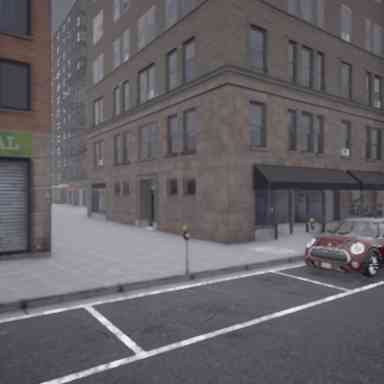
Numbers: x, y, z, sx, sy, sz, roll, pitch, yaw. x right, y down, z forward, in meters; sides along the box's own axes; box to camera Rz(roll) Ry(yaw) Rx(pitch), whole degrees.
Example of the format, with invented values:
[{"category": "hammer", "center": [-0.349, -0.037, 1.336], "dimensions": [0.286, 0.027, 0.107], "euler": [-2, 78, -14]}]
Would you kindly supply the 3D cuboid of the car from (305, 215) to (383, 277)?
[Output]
[{"category": "car", "center": [5.406, 1.562, 10.521], "dimensions": [4.097, 1.590, 1.967], "euler": [1, -1, -35]}]
